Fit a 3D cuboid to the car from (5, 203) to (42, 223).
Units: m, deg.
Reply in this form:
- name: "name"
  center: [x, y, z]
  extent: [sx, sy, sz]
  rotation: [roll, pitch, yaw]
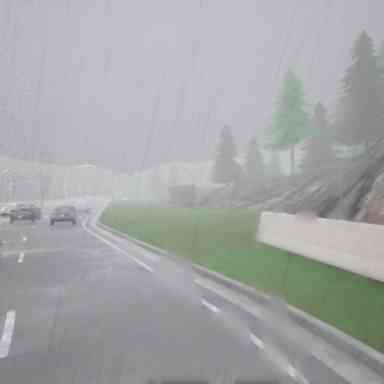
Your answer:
- name: "car"
  center: [-14.468, 1.840, 29.186]
  extent: [2.128, 1.511, 4.902]
  rotation: [-2, 0, -15]

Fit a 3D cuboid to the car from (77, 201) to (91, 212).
- name: "car"
  center: [-14.071, 1.853, 42.497]
  extent: [1.812, 1.442, 4.674]
  rotation: [-1, 0, -13]

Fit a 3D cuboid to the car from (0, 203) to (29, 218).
- name: "car"
  center: [-20.262, 2.016, 38.145]
  extent: [1.812, 1.442, 4.674]
  rotation: [-2, 0, -13]

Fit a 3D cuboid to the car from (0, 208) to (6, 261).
- name: "car"
  center: [-6.938, 1.522, 9.723]
  extent: [2.097, 1.767, 4.553]
  rotation: [-2, 0, -25]

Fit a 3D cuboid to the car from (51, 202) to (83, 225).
- name: "car"
  center: [-10.155, 1.787, 26.686]
  extent: [2.033, 1.411, 5.357]
  rotation: [-2, 0, -17]
